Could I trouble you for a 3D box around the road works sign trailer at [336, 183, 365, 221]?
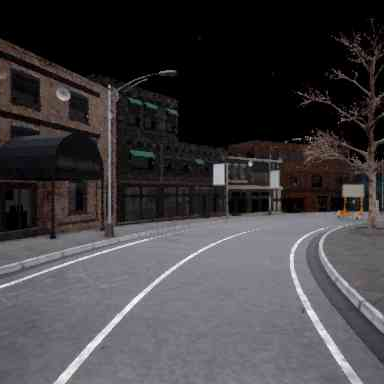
[{"bbox_3d":[16.129,0.935,33.014,2.880,3.560,2.380,1,0,-30],"label":"road works sign trailer"}]
